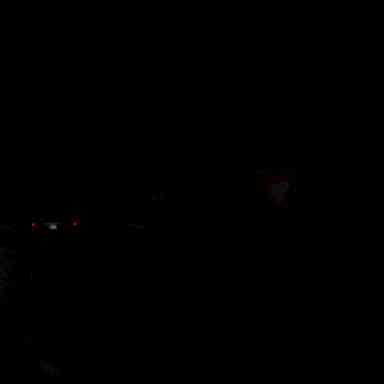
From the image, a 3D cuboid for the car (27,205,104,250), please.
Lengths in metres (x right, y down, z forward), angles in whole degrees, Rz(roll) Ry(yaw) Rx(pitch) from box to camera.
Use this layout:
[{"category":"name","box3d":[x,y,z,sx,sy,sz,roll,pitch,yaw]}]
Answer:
[{"category":"car","box3d":[-5.281,1.350,14.561,2.097,1.767,4.553,0,0,-3]}]
